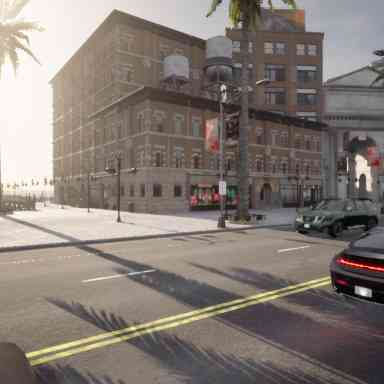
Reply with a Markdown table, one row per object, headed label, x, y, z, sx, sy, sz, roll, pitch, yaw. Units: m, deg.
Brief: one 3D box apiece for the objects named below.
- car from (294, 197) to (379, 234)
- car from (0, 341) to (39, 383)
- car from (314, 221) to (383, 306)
| label | x | y | z | sx | sy | sz | roll | pitch | yaw |
| --- | --- | --- | --- | --- | --- | --- | --- | --- | --- |
| car | 7.958 | 1.328 | 18.102 | 5.566 | 2.045 | 2.150 | 0 | 0 | -35 |
| car | -3.422 | 1.547 | 1.294 | 5.357 | 1.411 | 2.033 | 0 | 0 | -36 |
| car | 4.984 | 1.505 | 7.265 | 4.892 | 1.490 | 1.837 | 0 | 0 | -36 |
